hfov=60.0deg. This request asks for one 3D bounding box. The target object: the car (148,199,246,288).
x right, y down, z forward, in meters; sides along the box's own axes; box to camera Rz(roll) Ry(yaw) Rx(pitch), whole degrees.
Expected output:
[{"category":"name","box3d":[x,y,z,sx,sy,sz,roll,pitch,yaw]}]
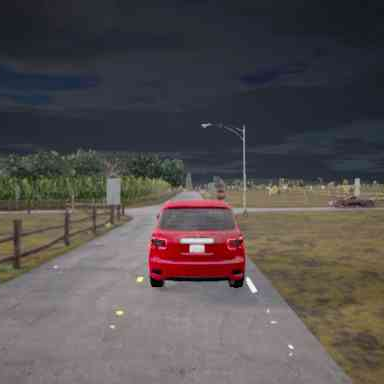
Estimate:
[{"category":"car","box3d":[0.131,1.209,9.332,2.150,2.045,5.566,0,0,1]}]

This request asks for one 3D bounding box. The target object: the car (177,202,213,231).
[{"category":"car","box3d":[0.183,1.445,21.357,2.033,1.411,5.357,0,1,1]}]

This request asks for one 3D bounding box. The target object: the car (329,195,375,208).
[{"category":"car","box3d":[17.617,1.054,36.740,4.674,1.442,1.812,-1,-1,0]}]
